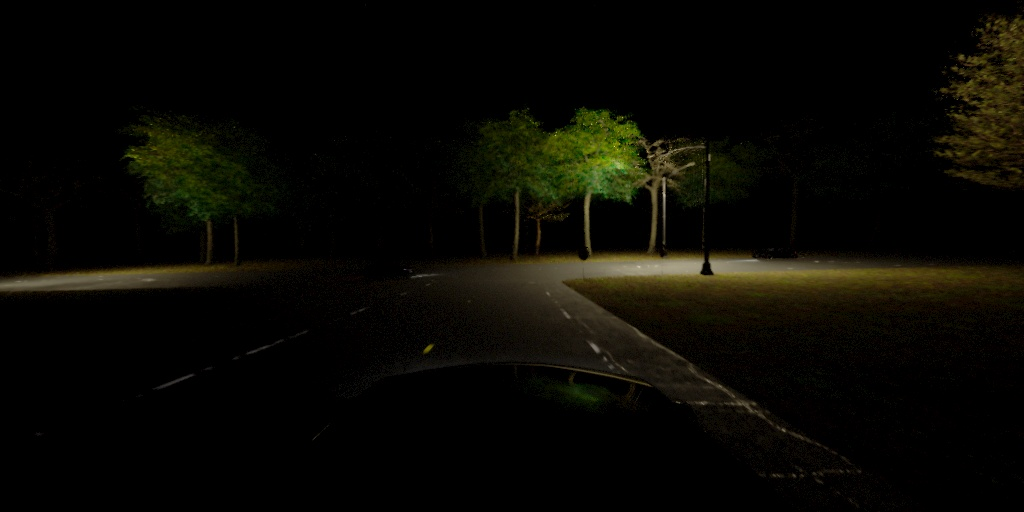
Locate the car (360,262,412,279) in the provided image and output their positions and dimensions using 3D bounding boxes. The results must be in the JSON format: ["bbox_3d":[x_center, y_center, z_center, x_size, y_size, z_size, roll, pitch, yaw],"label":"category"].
[{"bbox_3d":[-11.802,1.285,33.655,4.674,1.442,1.812,-2,4,0],"label":"car"}]

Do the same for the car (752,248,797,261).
[{"bbox_3d":[29.804,-0.248,40.729,4.181,1.385,1.994,-2,4,0],"label":"car"}]
